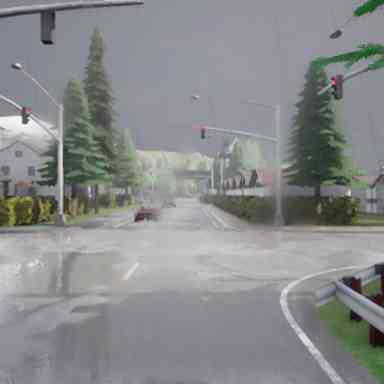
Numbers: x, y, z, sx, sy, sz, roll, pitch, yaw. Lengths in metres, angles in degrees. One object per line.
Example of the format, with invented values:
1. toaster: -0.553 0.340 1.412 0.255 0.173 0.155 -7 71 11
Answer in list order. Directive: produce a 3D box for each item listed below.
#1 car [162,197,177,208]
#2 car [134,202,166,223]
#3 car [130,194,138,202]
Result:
1. car: -3.528 1.532 51.959 2.097 1.767 4.553 0 0 0
2. car: -3.515 1.770 27.312 1.895 1.301 4.718 0 0 0
3. car: -16.823 1.580 86.061 3.866 1.878 1.905 0 0 -1
